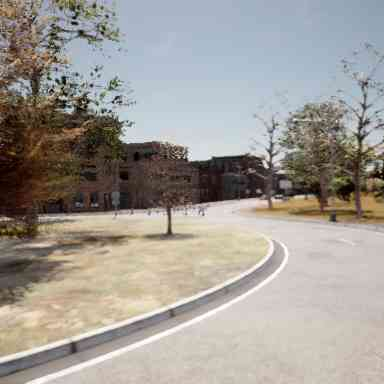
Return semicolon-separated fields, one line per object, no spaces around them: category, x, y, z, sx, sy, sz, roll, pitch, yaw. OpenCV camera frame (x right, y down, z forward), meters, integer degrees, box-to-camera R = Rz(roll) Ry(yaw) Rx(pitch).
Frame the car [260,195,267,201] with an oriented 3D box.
car;19.366;1.468;87.291;2.128;1.511;4.902;-1;1;28

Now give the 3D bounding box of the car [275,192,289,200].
car;23.319;1.413;87.772;1.895;1.301;4.718;-1;1;28
